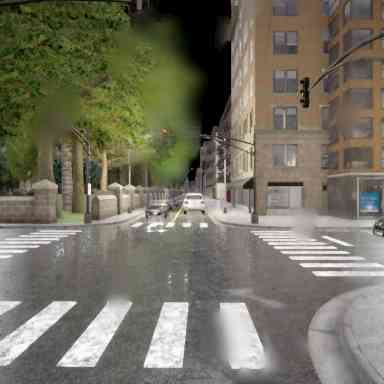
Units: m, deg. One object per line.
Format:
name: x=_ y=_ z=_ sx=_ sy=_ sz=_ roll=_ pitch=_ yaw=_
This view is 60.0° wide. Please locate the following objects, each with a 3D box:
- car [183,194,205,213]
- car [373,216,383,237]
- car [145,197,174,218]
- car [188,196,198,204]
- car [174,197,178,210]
car: x=0.208 y=1.192 z=36.089 sx=2.150 sy=2.045 sz=5.566 roll=0 pitch=0 yaw=0
car: x=10.999 y=1.366 z=15.485 sx=4.553 sy=1.767 sz=2.097 roll=0 pitch=0 yaw=0
car: x=-3.026 y=1.472 z=29.714 sx=2.128 sy=1.511 sz=4.902 roll=0 pitch=0 yaw=0
car: x=0.224 y=1.518 z=62.367 sx=1.895 sy=1.301 sz=4.718 roll=0 pitch=0 yaw=0
car: x=-3.019 y=1.562 z=39.797 sx=1.895 sy=1.301 sz=4.718 roll=0 pitch=0 yaw=0
